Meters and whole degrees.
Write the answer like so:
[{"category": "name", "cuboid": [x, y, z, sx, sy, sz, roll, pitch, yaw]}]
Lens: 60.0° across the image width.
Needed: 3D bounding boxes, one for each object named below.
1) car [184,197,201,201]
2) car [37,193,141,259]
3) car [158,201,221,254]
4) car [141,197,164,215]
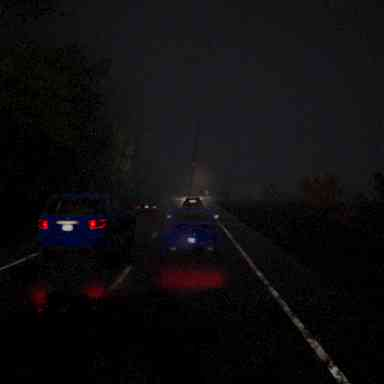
[{"category": "car", "cuboid": [0.066, 1.154, 27.881, 2.033, 1.411, 5.357, 0, 1, 0]}, {"category": "car", "cuboid": [-3.486, 1.053, 12.043, 2.150, 2.045, 5.566, 0, 1, 0]}, {"category": "car", "cuboid": [0.022, 1.300, 12.666, 1.882, 1.535, 5.008, 0, 1, 1]}, {"category": "car", "cuboid": [-3.434, 1.154, 27.878, 2.033, 1.411, 5.357, 0, 1, 0]}]
